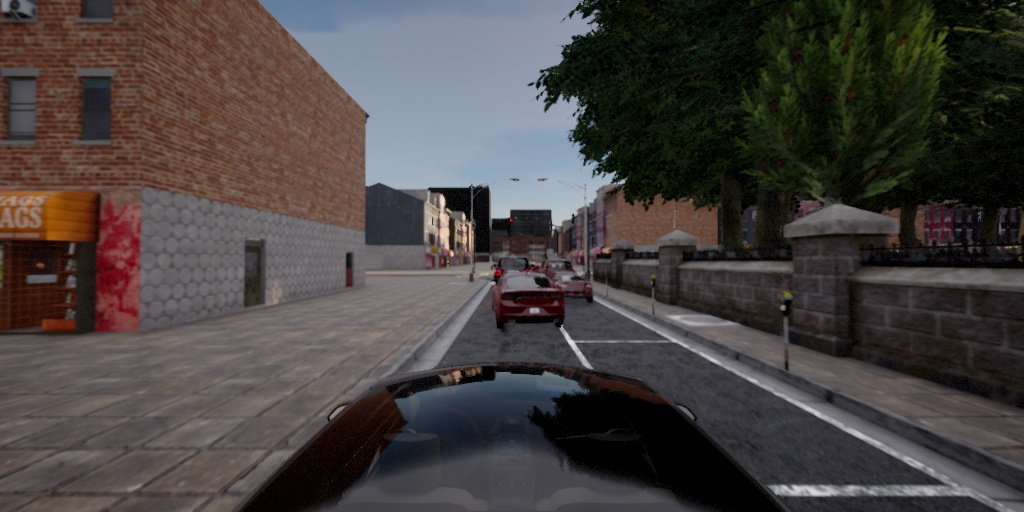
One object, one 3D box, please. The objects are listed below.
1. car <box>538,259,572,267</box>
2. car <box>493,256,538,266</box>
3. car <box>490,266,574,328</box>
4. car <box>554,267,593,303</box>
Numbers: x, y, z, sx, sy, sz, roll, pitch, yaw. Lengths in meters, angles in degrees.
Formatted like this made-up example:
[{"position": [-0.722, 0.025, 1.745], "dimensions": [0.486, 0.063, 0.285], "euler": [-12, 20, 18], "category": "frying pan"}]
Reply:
[{"position": [2.635, 1.111, 22.141], "dimensions": [2.192, 1.841, 5.009], "euler": [0, 0, 0], "category": "car"}, {"position": [0.080, 1.013, 20.447], "dimensions": [2.150, 2.045, 5.566], "euler": [0, 0, 0], "category": "car"}, {"position": [0.356, 1.247, 11.565], "dimensions": [1.882, 1.535, 5.008], "euler": [0, 0, -5], "category": "car"}, {"position": [2.636, 1.364, 16.692], "dimensions": [1.802, 1.307, 4.207], "euler": [0, 0, 0], "category": "car"}]
